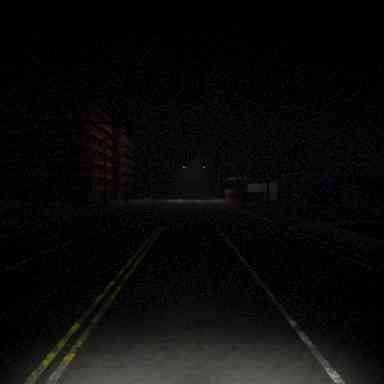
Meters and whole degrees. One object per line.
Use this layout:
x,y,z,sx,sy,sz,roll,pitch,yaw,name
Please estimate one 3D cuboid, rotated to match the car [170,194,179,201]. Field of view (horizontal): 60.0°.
-4.266,1.275,79.864,1.837,1.490,4.892,0,0,-1,car
